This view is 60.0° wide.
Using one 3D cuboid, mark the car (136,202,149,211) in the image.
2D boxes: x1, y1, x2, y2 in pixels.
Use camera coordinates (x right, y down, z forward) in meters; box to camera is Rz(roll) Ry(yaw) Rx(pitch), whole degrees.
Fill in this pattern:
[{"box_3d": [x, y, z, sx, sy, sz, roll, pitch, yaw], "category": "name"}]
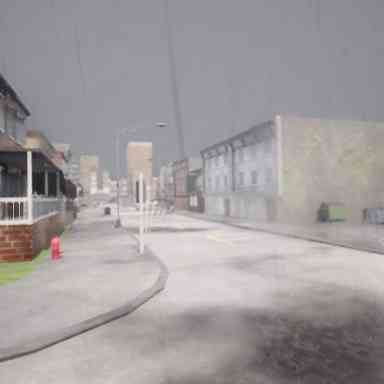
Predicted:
[{"box_3d": [-8.973, 2.615, 60.219, 1.812, 1.442, 4.674, -1, -1, -15], "category": "car"}]
